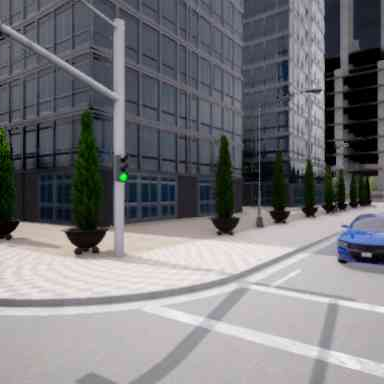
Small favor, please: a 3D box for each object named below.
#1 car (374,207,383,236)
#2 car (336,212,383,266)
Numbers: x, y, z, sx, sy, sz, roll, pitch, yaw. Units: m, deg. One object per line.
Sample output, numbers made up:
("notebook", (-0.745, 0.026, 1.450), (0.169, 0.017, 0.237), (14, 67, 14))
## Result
("car", (11.634, 1.609, 18.645), (1.994, 1.385, 4.181), (0, 0, 36))
("car", (6.366, 1.501, 11.361), (1.882, 1.535, 5.008), (0, 0, 36))
